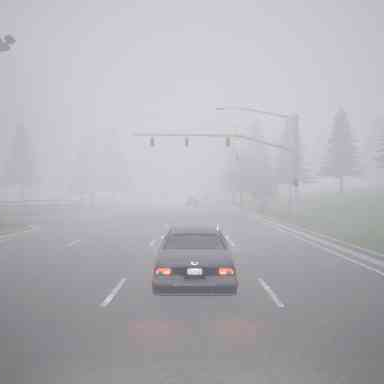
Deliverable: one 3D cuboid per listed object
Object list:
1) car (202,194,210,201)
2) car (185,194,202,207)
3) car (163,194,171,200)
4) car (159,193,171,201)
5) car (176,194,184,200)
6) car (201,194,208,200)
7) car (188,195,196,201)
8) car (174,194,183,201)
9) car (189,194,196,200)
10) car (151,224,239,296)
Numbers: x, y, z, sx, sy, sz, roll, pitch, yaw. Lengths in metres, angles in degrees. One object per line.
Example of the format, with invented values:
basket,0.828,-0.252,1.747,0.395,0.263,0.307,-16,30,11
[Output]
car,3.540,1.492,83.470,1.837,1.490,4.892,0,0,0
car,0.023,1.352,52.829,2.097,1.767,4.553,0,0,0
car,-6.955,1.385,93.895,1.994,1.385,4.181,0,0,0
car,-6.960,1.217,83.505,2.150,2.045,5.566,0,0,0
car,-3.455,1.358,93.893,2.128,1.511,4.902,0,0,0
car,3.545,1.310,93.890,1.882,1.535,5.008,0,0,0
car,0.040,1.531,83.472,2.033,1.411,5.357,0,0,0
car,-3.460,1.517,83.890,1.812,1.442,4.674,0,0,0
car,0.045,1.310,93.892,1.882,1.535,5.008,0,0,0
car,0.070,1.547,8.790,2.033,1.411,5.357,0,0,0
